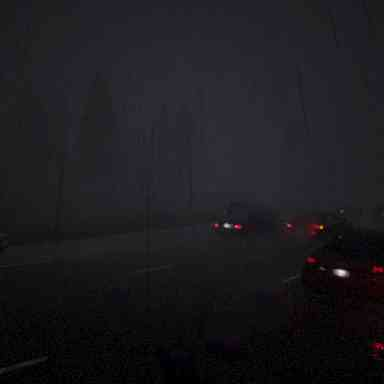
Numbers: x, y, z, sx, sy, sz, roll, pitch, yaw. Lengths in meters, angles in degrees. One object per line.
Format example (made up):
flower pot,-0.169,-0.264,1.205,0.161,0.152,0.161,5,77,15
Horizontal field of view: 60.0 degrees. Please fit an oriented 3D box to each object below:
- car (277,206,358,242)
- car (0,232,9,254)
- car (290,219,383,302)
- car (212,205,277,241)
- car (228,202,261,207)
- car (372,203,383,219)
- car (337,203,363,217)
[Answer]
car,6.005,1.595,15.531,1.812,1.442,4.674,0,0,41
car,-8.554,1.689,10.644,4.718,1.301,1.895,0,0,-35
car,4.374,1.598,8.131,1.994,1.385,4.181,0,0,43
car,3.220,1.635,17.517,2.033,1.411,5.357,0,0,39
car,4.213,1.477,24.281,2.097,1.767,4.553,0,0,40
car,16.730,1.632,28.440,1.812,1.442,4.674,0,0,39
car,14.832,1.694,31.645,1.994,1.385,4.181,0,0,39
